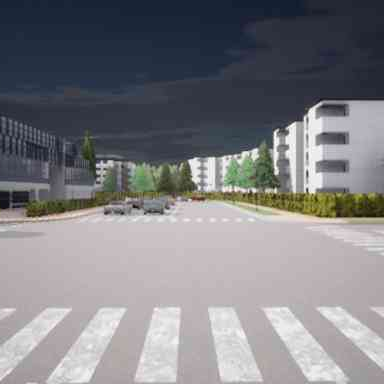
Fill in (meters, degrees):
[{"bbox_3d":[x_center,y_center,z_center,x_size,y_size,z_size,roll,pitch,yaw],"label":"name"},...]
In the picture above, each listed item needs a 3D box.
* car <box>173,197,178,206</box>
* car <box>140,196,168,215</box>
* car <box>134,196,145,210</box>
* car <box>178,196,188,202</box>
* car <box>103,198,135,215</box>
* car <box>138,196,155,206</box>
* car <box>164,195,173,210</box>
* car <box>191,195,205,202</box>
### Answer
[{"bbox_3d":[-3.855,1.293,52.997,2.097,1.767,4.553,0,0,0],"label":"car"},{"bbox_3d":[-3.681,1.468,32.856,1.837,1.490,4.892,0,0,-2],"label":"car"},{"bbox_3d":[-7.301,1.500,42.501,2.033,1.411,5.357,0,0,0],"label":"car"},{"bbox_3d":[-2.326,1.513,73.787,1.895,1.301,4.718,0,0,-17],"label":"car"},{"bbox_3d":[-7.266,1.564,32.851,1.895,1.301,4.718,0,0,1],"label":"car"},{"bbox_3d":[-7.384,1.431,54.376,2.128,1.511,4.902,0,0,0],"label":"car"},{"bbox_3d":[-3.797,1.458,42.261,1.837,1.490,4.892,0,0,0],"label":"car"},{"bbox_3d":[1.329,1.396,73.726,1.882,1.535,5.008,0,0,-17],"label":"car"}]
